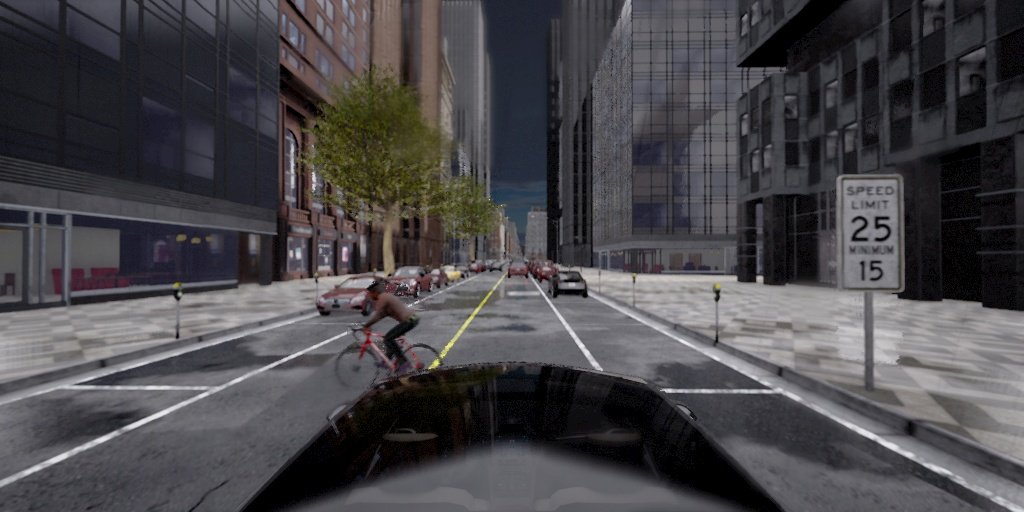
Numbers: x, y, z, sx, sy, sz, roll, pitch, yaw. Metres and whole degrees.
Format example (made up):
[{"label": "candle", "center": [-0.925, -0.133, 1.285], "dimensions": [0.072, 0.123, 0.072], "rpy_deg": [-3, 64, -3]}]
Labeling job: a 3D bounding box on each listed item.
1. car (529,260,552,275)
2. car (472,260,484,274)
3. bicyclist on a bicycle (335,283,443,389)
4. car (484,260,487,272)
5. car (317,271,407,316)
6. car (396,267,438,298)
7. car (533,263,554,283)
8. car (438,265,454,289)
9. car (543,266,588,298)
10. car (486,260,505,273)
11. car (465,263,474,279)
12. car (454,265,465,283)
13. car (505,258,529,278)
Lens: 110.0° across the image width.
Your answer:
[{"label": "car", "center": [3.168, 1.334, 36.163], "dimensions": [2.192, 1.841, 5.009], "rpy_deg": [0, 0, 1]}, {"label": "car", "center": [-5.187, 1.662, 47.575], "dimensions": [1.888, 1.381, 4.507], "rpy_deg": [0, 0, 1]}, {"label": "bicyclist on a bicycle", "center": [-1.886, 1.230, 5.441], "dimensions": [1.656, 1.620, 0.582], "rpy_deg": [-2, 0, 1]}, {"label": "car", "center": [-5.102, 1.481, 53.214], "dimensions": [2.192, 1.841, 5.009], "rpy_deg": [0, 0, 1]}, {"label": "car", "center": [-5.696, 1.417, 13.744], "dimensions": [1.802, 1.307, 4.207], "rpy_deg": [0, 0, 1]}, {"label": "car", "center": [-5.612, 1.318, 19.382], "dimensions": [1.967, 1.591, 4.097], "rpy_deg": [0, 0, 1]}, {"label": "car", "center": [3.083, 1.516, 30.525], "dimensions": [1.888, 1.381, 4.507], "rpy_deg": [0, 0, 1]}, {"label": "car", "center": [-5.526, 1.505, 25.021], "dimensions": [1.802, 1.307, 4.207], "rpy_deg": [0, 0, 1]}, {"label": "car", "center": [2.913, 1.445, 19.249], "dimensions": [1.948, 1.339, 4.313], "rpy_deg": [0, 0, 1]}, {"label": "car", "center": [-2.340, 1.672, 52.937], "dimensions": [1.837, 1.490, 4.892], "rpy_deg": [0, -1, 1]}, {"label": "car", "center": [-5.356, 1.584, 36.298], "dimensions": [1.948, 1.339, 4.313], "rpy_deg": [0, 0, 1]}, {"label": "car", "center": [-5.444, 1.495, 30.489], "dimensions": [1.751, 1.417, 4.829], "rpy_deg": [0, 0, 1]}, {"label": "car", "center": [0.624, 1.385, 37.794], "dimensions": [2.097, 1.767, 4.553], "rpy_deg": [0, 0, 1]}]
